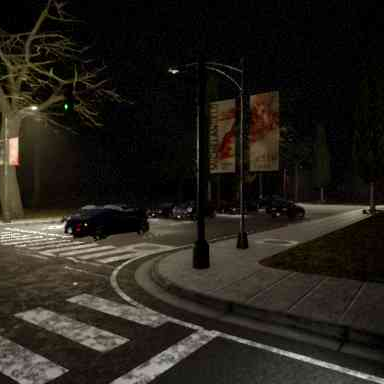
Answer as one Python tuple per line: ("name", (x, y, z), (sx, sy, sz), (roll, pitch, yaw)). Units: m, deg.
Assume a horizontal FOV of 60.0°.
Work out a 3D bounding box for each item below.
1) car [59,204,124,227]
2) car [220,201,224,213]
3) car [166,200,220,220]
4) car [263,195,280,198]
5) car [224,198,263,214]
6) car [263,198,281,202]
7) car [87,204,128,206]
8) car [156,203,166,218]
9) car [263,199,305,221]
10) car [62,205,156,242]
("car", (-7.245, 1.635, 24.341), (1.994, 1.385, 4.181), (0, 0, 36))
("car", (3.814, 1.774, 40.035), (1.895, 1.301, 4.718), (0, 0, 35))
("car", (0.215, 1.471, 29.277), (2.097, 1.767, 4.553), (0, 0, 35))
("car", (12.154, 1.507, 51.729), (2.150, 2.045, 5.566), (0, -1, 35))
("car", (5.870, 1.678, 37.303), (1.837, 1.490, 4.892), (0, 0, 35))
("car", (9.680, 1.716, 36.755), (1.812, 1.442, 4.674), (0, 0, 35))
("car", (-5.035, 1.565, 21.821), (2.128, 1.511, 4.902), (0, 0, 35))
("car", (-1.915, 1.665, 31.887), (2.033, 1.411, 5.357), (0, 0, 35))
("car", (8.523, 1.649, 29.438), (2.128, 1.511, 4.902), (0, 0, 35))
("car", (-4.214, 1.589, 16.998), (1.812, 1.442, 4.674), (0, 0, 35))
